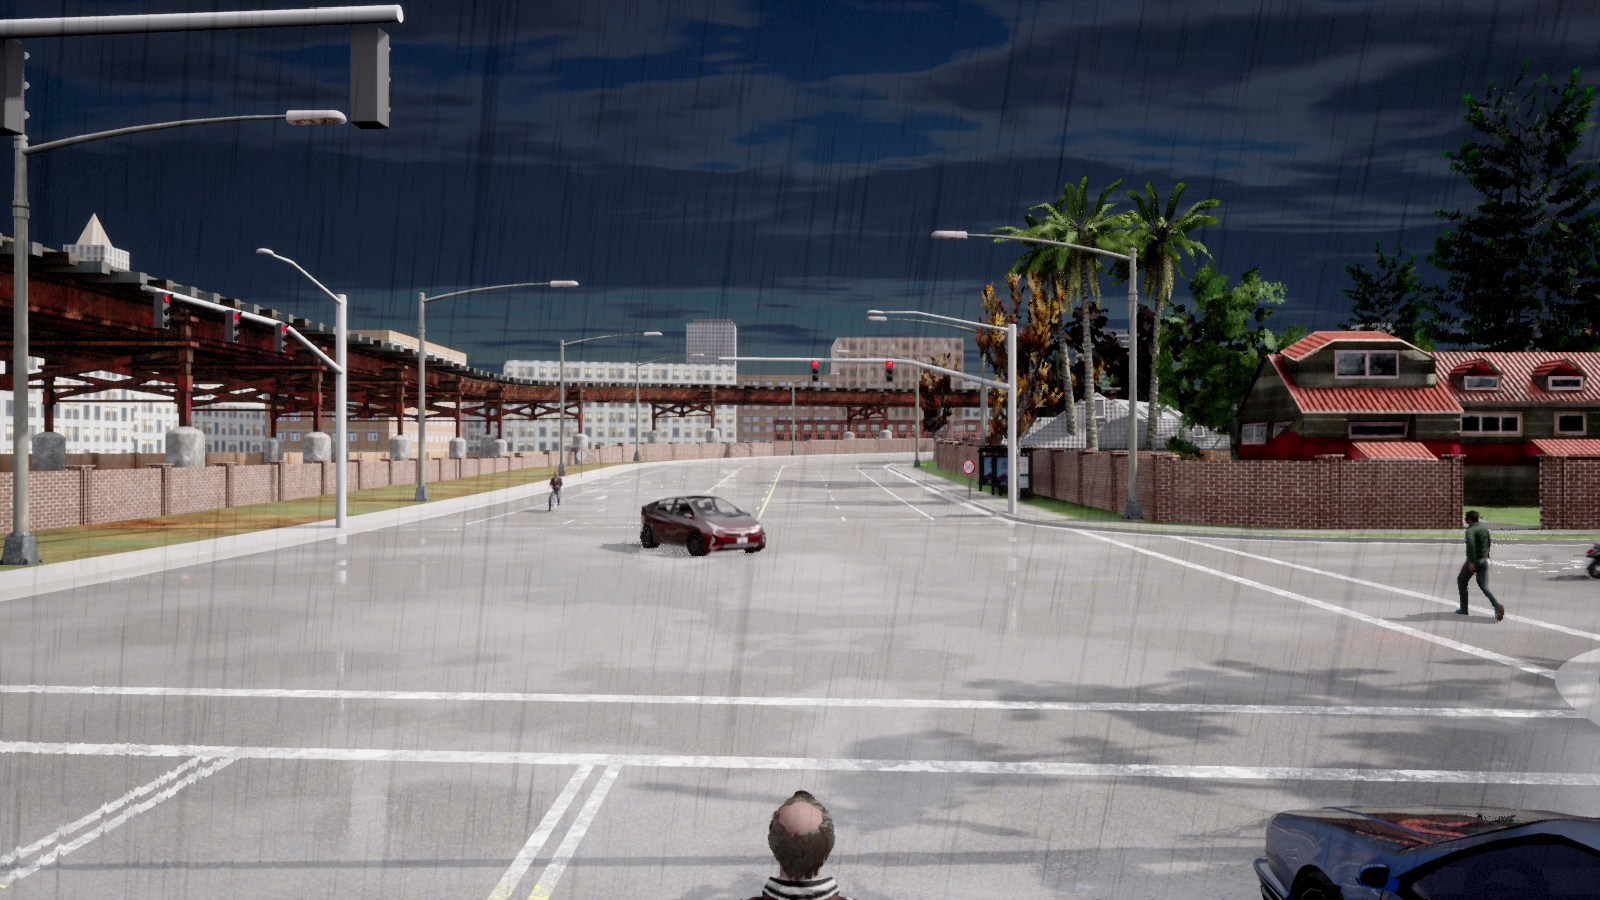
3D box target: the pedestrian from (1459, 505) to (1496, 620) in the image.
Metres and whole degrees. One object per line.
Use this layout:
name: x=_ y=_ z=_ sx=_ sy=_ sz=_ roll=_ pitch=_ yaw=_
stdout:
pedestrian: x=11.234 y=1.848 z=18.942 sx=0.375 sy=1.860 sz=0.375 roll=0 pitch=0 yaw=-17

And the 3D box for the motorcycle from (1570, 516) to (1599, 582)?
motorcycle: x=17.873 y=2.131 z=24.732 sx=1.805 sy=1.341 sz=0.856 roll=0 pitch=0 yaw=1

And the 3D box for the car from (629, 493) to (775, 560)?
car: x=-2.763 y=2.022 z=31.303 sx=2.007 sy=1.525 sz=4.514 roll=0 pitch=0 yaw=-35

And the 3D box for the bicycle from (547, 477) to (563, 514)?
bicycle: x=-10.519 y=1.934 z=49.111 sx=0.329 sy=1.496 sz=1.835 roll=0 pitch=0 yaw=0

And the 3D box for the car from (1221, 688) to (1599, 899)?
car: x=3.467 y=2.106 z=4.038 sx=2.033 sy=1.411 sz=5.357 roll=0 pitch=0 yaw=1

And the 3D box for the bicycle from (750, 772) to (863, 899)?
bicycle: x=0.019 y=2.048 z=3.681 sx=0.329 sy=1.496 sz=1.835 roll=0 pitch=0 yaw=0
